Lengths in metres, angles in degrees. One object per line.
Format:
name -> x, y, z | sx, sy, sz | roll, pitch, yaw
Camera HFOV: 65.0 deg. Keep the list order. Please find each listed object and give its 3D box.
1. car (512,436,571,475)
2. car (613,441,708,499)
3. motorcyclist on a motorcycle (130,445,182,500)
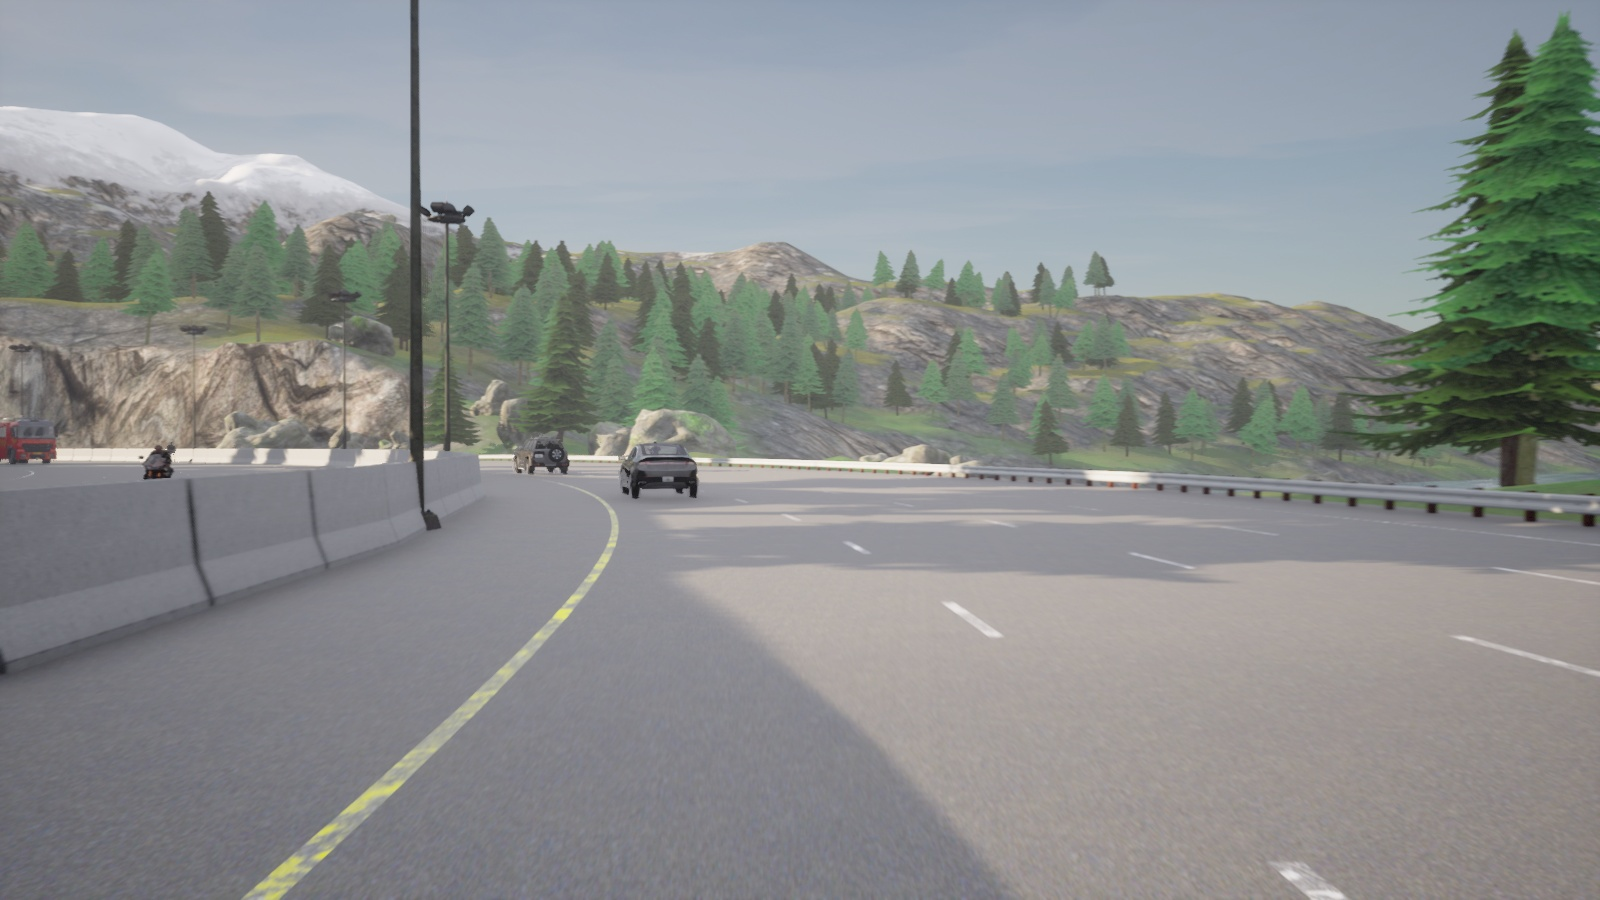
car -> -12.803, 0.243, 62.005 | 1.932, 1.855, 4.605 | 0, 0, -24
car -> -4.055, 0.512, 35.735 | 2.128, 1.511, 4.902 | 0, 0, -13
motorcyclist on a motorcycle -> -18.535, 0.615, 36.170 | 0.866, 1.530, 2.191 | -1, 1, -15
